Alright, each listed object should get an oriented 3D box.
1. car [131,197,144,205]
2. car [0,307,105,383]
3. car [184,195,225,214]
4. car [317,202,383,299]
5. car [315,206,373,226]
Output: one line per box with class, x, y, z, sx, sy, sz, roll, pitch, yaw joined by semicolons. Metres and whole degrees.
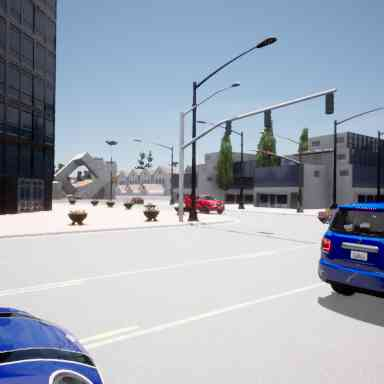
car;-10.272;1.646;62.296;1.882;1.535;5.008;1;0;-20
car;-2.747;1.352;1.783;4.553;1.767;2.097;0;0;-35
car;1.267;1.314;36.702;2.150;2.045;5.566;1;-1;-35
car;5.179;1.239;7.497;5.566;2.045;2.150;0;0;-35
car;11.552;1.737;25.173;4.718;1.301;1.895;1;0;-36
